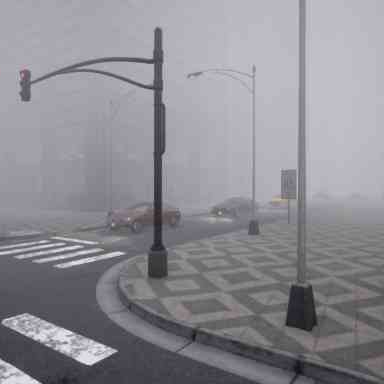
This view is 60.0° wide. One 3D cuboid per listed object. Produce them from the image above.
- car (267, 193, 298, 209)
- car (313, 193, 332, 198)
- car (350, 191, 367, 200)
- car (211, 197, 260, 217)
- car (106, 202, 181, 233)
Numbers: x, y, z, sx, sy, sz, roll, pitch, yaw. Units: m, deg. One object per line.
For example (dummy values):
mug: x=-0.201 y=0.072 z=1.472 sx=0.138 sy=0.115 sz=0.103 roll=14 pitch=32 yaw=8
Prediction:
car: x=9.484 y=0.879 z=34.616 sx=1.882 sy=1.535 sz=5.008 roll=0 pitch=1 yaw=35
car: x=18.408 y=0.372 z=46.894 sx=1.994 sy=1.385 sz=4.181 roll=0 pitch=1 yaw=36
car: x=26.377 y=0.561 z=52.683 sx=1.812 sy=1.442 sz=4.674 roll=0 pitch=1 yaw=36
car: x=3.591 y=1.113 z=26.426 sx=2.033 sy=1.411 sz=5.357 roll=0 pitch=1 yaw=36
car: x=-2.442 y=1.264 z=18.024 sx=1.812 sy=1.442 sz=4.674 roll=0 pitch=1 yaw=36
